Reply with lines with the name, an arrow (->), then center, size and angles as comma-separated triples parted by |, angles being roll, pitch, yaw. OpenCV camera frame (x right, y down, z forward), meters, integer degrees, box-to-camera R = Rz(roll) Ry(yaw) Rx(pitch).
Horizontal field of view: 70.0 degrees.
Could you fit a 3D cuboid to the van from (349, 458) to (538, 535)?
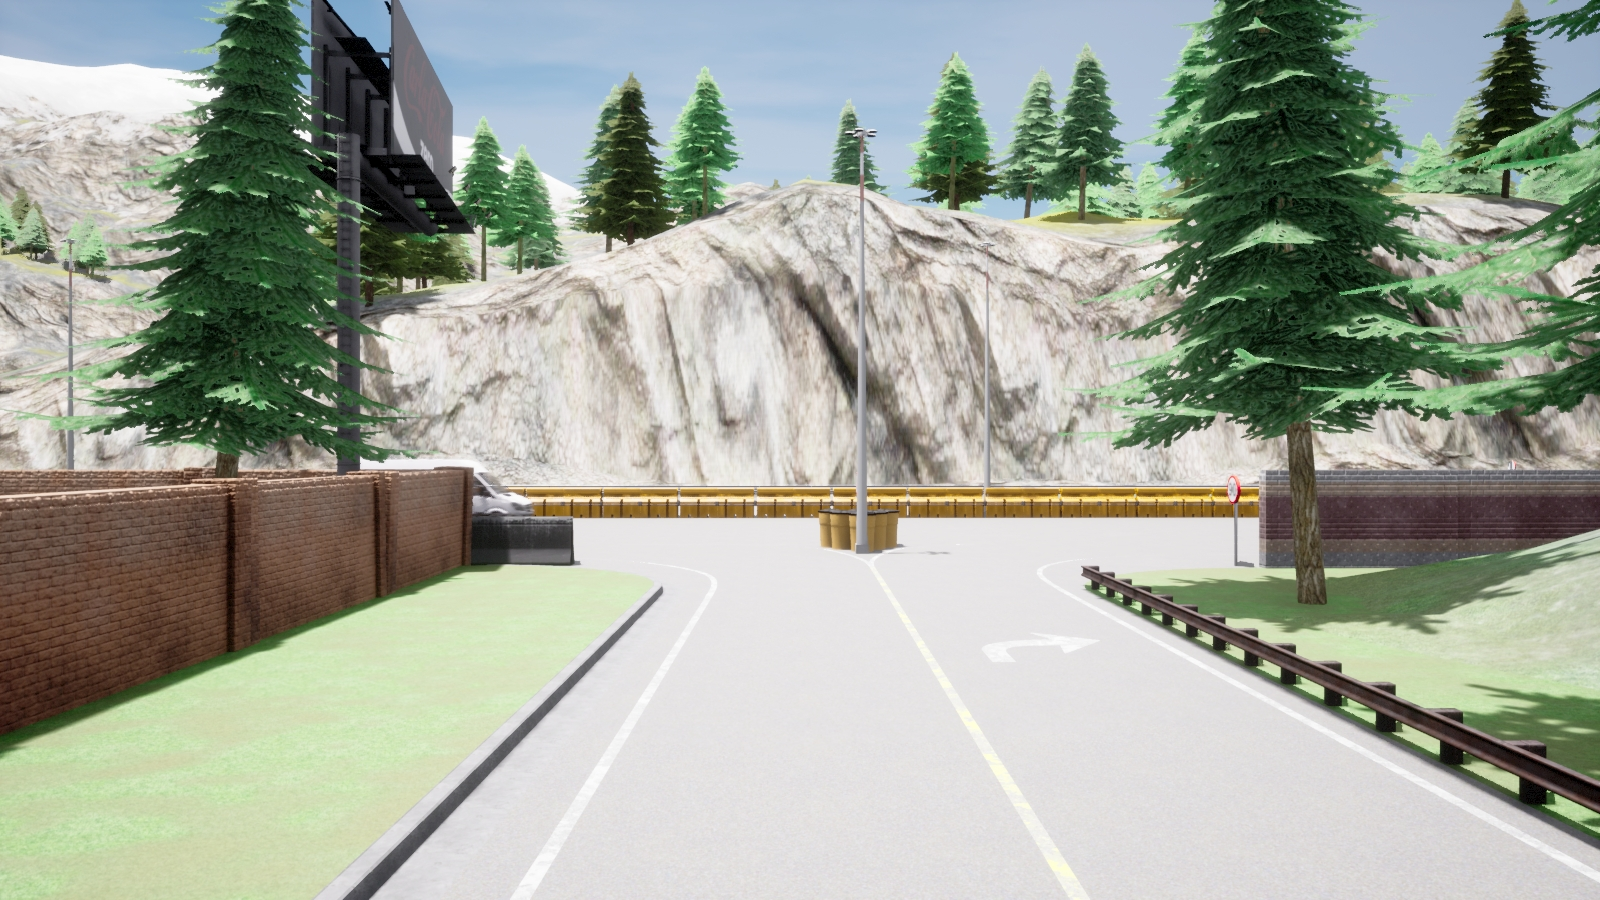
van -> -12.216, 1.558, 39.425 | 5.915, 2.561, 1.988 | 0, 0, -1
